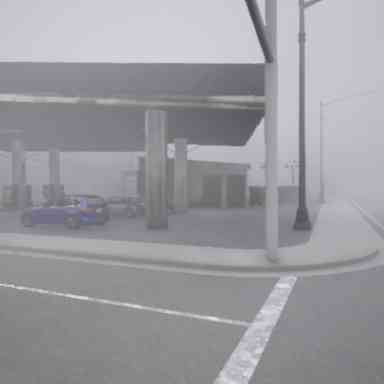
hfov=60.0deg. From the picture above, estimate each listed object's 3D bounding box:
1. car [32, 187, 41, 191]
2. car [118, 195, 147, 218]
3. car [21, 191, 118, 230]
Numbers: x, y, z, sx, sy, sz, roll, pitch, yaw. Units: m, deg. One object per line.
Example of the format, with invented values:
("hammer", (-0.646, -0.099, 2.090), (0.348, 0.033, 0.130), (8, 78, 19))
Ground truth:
("car", (-34.618, -0.061, 69.817), (2.150, 2.045, 5.566), (1, 2, 44))
("car", (-4.954, 0.972, 22.711), (3.806, 1.475, 1.970), (0, 1, 24))
("car", (-6.538, 0.955, 17.134), (4.611, 1.667, 2.242), (0, 1, 24))
